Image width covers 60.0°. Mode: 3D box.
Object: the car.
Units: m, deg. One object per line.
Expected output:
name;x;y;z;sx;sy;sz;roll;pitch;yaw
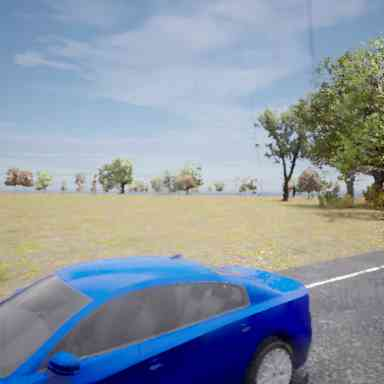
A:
car;-0.849;1.482;3.385;5.008;1.535;1.882;0;0;-35
